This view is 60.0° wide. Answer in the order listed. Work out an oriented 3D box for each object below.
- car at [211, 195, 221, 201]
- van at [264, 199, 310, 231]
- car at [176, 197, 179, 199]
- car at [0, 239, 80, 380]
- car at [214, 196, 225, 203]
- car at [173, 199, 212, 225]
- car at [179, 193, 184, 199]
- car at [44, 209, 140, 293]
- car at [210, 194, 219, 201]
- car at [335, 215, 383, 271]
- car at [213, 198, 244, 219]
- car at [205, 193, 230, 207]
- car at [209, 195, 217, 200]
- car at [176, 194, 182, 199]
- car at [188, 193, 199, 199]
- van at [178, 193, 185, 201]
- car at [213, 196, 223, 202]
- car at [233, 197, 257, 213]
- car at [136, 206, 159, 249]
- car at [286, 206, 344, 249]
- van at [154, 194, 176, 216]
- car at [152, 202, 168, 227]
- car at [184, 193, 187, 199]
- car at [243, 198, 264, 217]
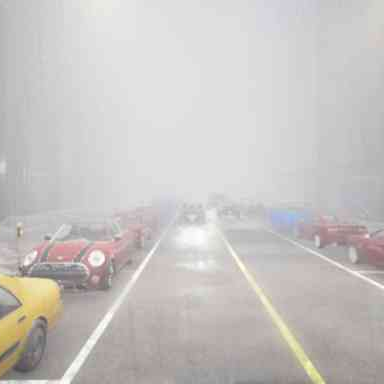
[{"bbox_3d":[5.849,1.506,81.624,2.008,1.369,4.403,0,0,0],"label":"car"},{"bbox_3d":[5.784,1.335,20.001,1.690,1.788,3.998,0,0,0],"label":"van"},{"bbox_3d":[-2.724,1.551,36.807,1.802,1.307,4.206,0,0,0],"label":"car"},{"bbox_3d":[-2.760,1.519,3.026,1.752,1.417,4.829,0,0,0],"label":"car"},{"bbox_3d":[5.837,1.525,70.421,1.947,1.339,4.313,0,0,0],"label":"car"},{"bbox_3d":[0.022,1.474,23.639,2.128,1.511,4.902,0,0,0],"label":"car"},{"bbox_3d":[-2.705,1.397,53.612,1.967,1.590,4.097,0,0,0],"label":"car"},{"bbox_3d":[-2.753,1.429,8.798,1.967,1.590,4.097,0,0,0],"label":"car"},{"bbox_3d":[5.856,1.394,87.227,1.967,1.590,4.097,0,0,0],"label":"car"},{"bbox_3d":[5.771,1.547,8.797,1.887,1.381,4.507,0,0,0],"label":"car"},{"bbox_3d":[3.102,1.509,29.228,1.812,1.442,4.674,0,0,1],"label":"car"},{"bbox_3d":[3.056,1.198,41.769,2.150,2.045,5.566,0,0,0],"label":"car"},{"bbox_3d":[5.861,1.535,92.829,1.802,1.307,4.206,0,0,0],"label":"car"},{"bbox_3d":[-2.717,1.405,42.409,1.967,1.590,4.097,0,0,0],"label":"car"},{"bbox_3d":[0.079,1.413,76.678,1.837,1.490,4.892,0,0,0],"label":"car"},{"bbox_3d":[-2.669,1.282,87.222,1.690,1.788,3.998,0,0,0],"label":"van"},{"bbox_3d":[5.843,1.523,76.023,1.947,1.339,4.313,0,0,0],"label":"car"},{"bbox_3d":[5.802,1.422,36.808,1.967,1.590,4.097,0,0,0],"label":"car"},{"bbox_3d":[-2.748,1.530,14.399,1.887,1.381,4.507,0,0,0],"label":"car"},{"bbox_3d":[5.777,1.543,14.399,1.887,1.381,4.507,0,0,0],"label":"car"},{"bbox_3d":[-2.729,1.314,31.205,1.690,1.788,3.998,0,0,0],"label":"van"},{"bbox_3d":[-2.742,1.525,20.002,1.887,1.381,4.507,0,0,0],"label":"car"},{"bbox_3d":[-2.693,1.265,64.815,2.192,1.841,5.009,0,0,0],"label":"car"},{"bbox_3d":[5.795,1.530,31.206,1.887,1.381,4.507,0,0,0],"label":"car"}]
